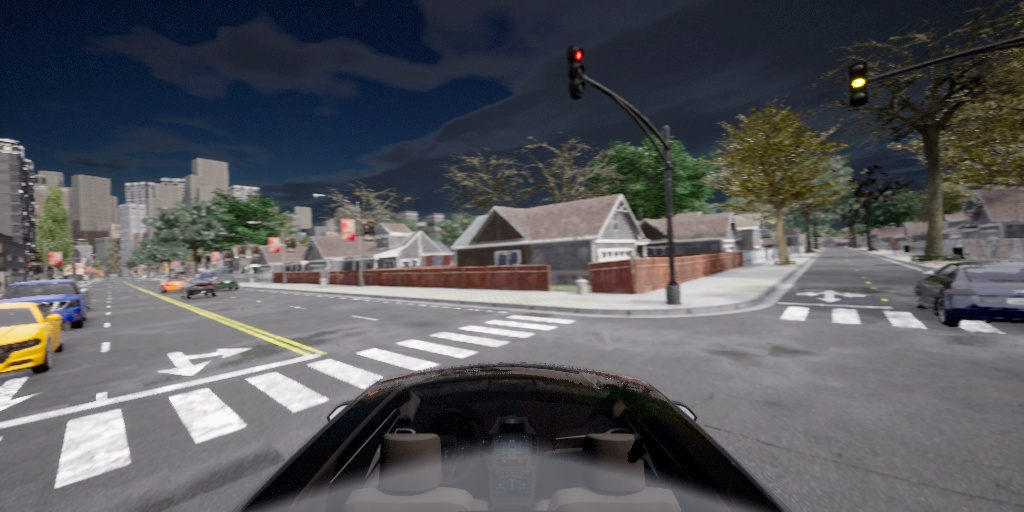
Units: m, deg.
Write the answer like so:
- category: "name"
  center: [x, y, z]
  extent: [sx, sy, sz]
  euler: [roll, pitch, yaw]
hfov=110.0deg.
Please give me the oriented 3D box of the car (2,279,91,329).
- category: "car"
  center: [-19.562, 2.021, 15.022]
  extent: [5.566, 2.045, 2.150]
  euler: [-3, 0, 42]

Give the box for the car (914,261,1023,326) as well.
- category: "car"
  center: [11.368, 0.814, 8.584]
  extent: [1.994, 1.385, 4.181]
  euler: [-3, 0, 41]

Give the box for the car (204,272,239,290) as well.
- category: "car"
  center: [-31.248, 2.863, 38.756]
  extent: [4.553, 1.767, 2.097]
  euler: [-3, 0, 42]

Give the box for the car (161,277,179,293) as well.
- category: "car"
  center: [-38.551, 3.234, 40.979]
  extent: [4.553, 1.767, 2.097]
  euler: [-3, 0, 42]

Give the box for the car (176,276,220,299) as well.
- category: "car"
  center: [-26.460, 2.732, 30.195]
  extent: [4.892, 1.490, 1.837]
  euler: [-3, 0, 42]

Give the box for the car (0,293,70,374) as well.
- category: "car"
  center: [-12.066, 1.866, 8.325]
  extent: [5.008, 1.535, 1.882]
  euler: [-3, 0, 42]

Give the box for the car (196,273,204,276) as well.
- category: "car"
  center: [-38.836, 3.142, 45.483]
  extent: [5.566, 2.045, 2.150]
  euler: [-3, 0, 42]
